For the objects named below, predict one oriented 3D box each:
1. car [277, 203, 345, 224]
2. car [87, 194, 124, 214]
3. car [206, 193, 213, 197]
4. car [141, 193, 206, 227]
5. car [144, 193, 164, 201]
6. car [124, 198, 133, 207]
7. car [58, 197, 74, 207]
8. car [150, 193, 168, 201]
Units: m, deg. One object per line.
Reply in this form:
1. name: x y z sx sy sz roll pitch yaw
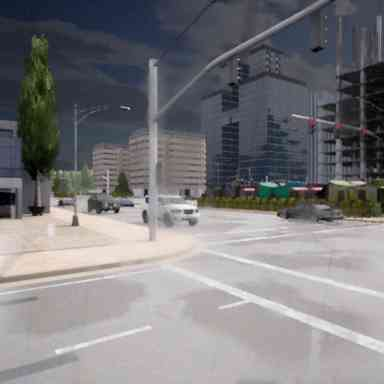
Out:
1. car: 8.890 1.549 25.312 2.033 1.411 5.357 0 0 -27
2. car: -9.501 1.222 35.345 2.150 2.045 5.566 0 0 -33
3. car: 3.309 1.160 62.477 3.866 1.878 1.905 0 0 -34
4. car: -1.653 1.223 23.098 2.150 2.045 5.566 0 0 -33
5. car: -9.310 1.157 81.126 4.605 1.855 1.932 0 0 -34
6. car: -10.475 1.566 50.205 1.994 1.385 4.181 0 0 -33
7. car: -18.875 1.527 50.111 1.812 1.442 4.674 0 0 -32
8. car: -7.731 1.160 78.700 3.866 1.878 1.905 0 0 -34
